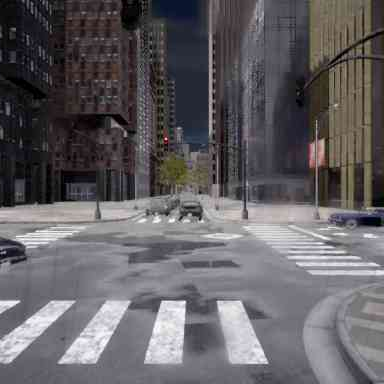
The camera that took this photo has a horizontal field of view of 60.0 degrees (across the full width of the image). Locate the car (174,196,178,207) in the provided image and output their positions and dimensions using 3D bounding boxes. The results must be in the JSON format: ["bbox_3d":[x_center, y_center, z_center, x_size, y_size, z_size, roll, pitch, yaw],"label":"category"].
[{"bbox_3d":[-3.226,1.489,42.145,2.128,1.511,4.902,0,0,0],"label":"car"}]

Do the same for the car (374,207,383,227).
[{"bbox_3d":[13.018,1.232,17.377,5.566,2.045,2.150,0,0,0],"label":"car"}]

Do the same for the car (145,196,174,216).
[{"bbox_3d":[-3.203,1.350,32.095,2.097,1.767,4.553,0,0,0],"label":"car"}]

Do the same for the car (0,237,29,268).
[{"bbox_3d":[-7.498,1.551,9.713,5.357,1.411,2.033,0,0,18],"label":"car"}]

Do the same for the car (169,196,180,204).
[{"bbox_3d":[-3.257,1.475,62.708,1.882,1.535,5.008,0,0,0],"label":"car"}]

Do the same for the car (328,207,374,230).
[{"bbox_3d":[11.029,1.602,20.629,4.718,1.301,1.895,0,0,0],"label":"car"}]

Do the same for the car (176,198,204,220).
[{"bbox_3d":[-0.070,1.503,28.352,1.837,1.490,4.892,1,0,2],"label":"car"}]
